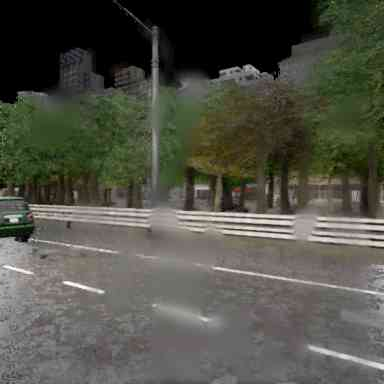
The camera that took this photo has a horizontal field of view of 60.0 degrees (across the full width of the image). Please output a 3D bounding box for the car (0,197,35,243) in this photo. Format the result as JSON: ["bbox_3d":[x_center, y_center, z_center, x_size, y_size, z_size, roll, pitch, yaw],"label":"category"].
[{"bbox_3d":[-9.242,1.220,14.785,5.566,2.045,2.150,0,0,36],"label":"car"}]
